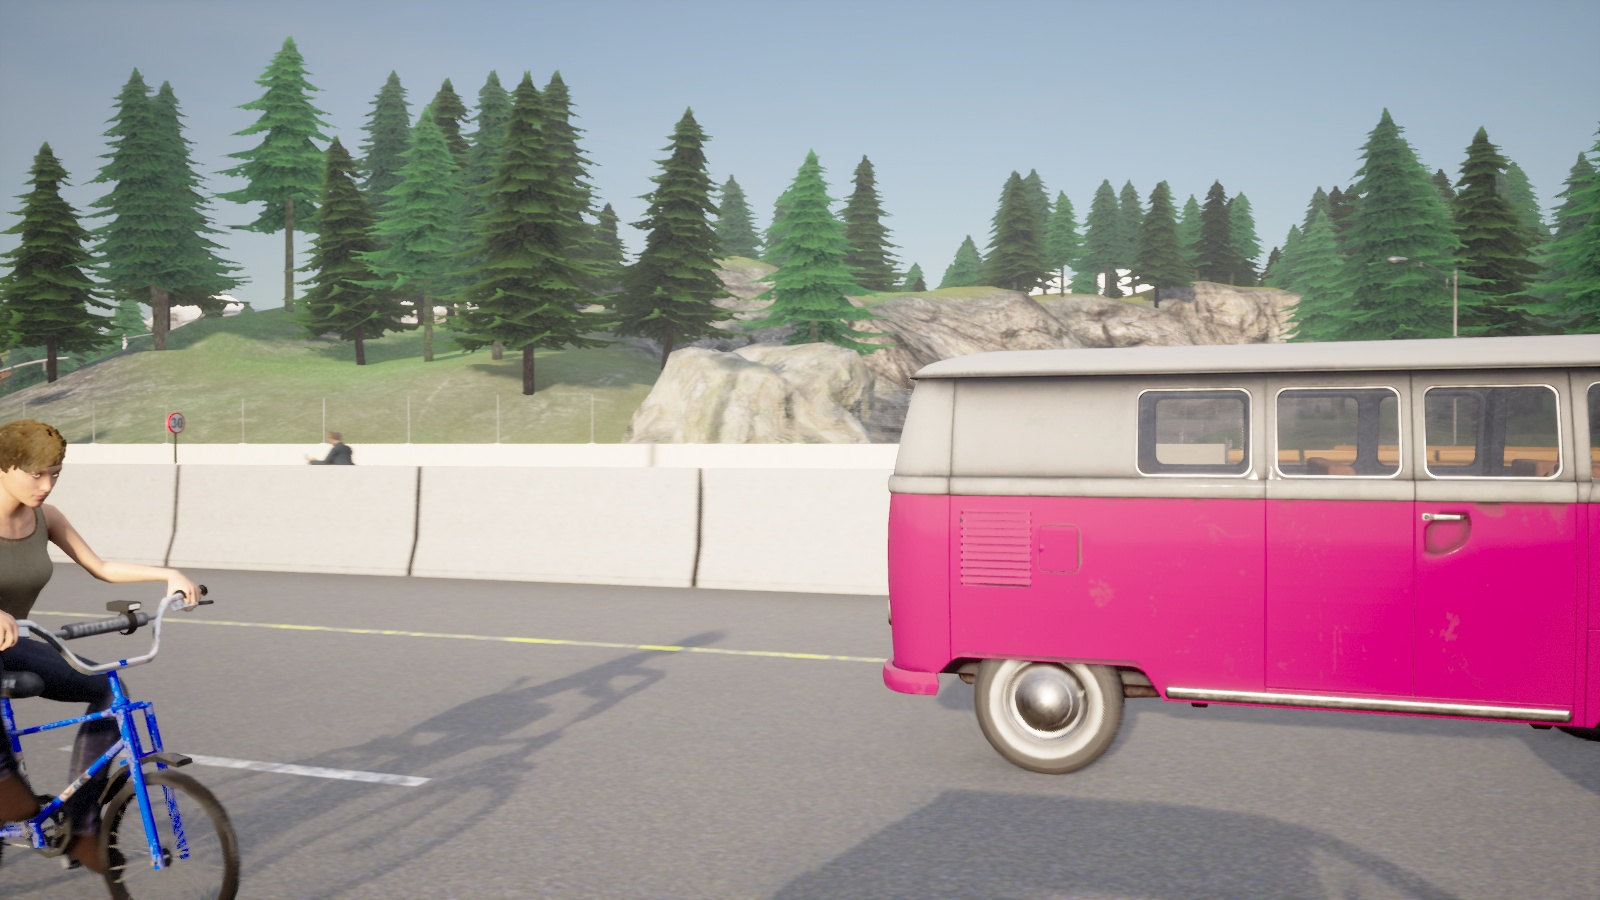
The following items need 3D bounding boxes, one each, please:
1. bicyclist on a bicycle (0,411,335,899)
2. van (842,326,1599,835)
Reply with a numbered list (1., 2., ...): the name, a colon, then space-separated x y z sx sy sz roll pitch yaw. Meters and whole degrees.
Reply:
1. bicyclist on a bicycle: -2.399 0.690 4.005 1.509 1.612 0.866 1 1 19
2. van: 2.590 0.493 6.011 4.442 1.987 1.775 1 1 19
